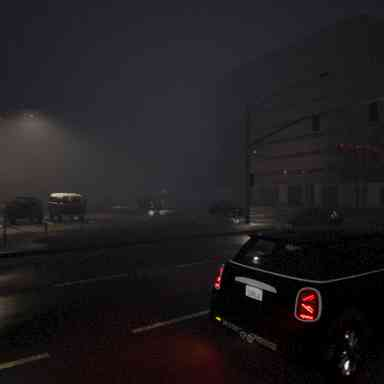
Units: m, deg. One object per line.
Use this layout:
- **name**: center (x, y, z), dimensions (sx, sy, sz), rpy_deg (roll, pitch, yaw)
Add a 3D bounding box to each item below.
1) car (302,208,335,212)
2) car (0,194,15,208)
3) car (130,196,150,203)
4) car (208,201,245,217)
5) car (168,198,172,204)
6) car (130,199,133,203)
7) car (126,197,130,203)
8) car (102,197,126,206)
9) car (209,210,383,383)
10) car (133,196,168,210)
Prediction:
- **car**: center (6.821, 1.557, 17.900), dimensions (2.033, 1.411, 5.357), rpy_deg (0, 0, 37)
- **car**: center (-31.779, 1.209, 56.421), dimensions (1.932, 1.855, 4.605), rpy_deg (0, 0, -35)
- **car**: center (-10.986, 1.601, 69.677), dimensions (2.033, 1.411, 5.357), rpy_deg (0, 0, -35)
- **car**: center (3.340, 1.581, 31.084), dimensions (1.812, 1.442, 4.674), rpy_deg (0, 0, -35)
- **car**: center (-5.472, 1.581, 61.948), dimensions (1.812, 1.442, 4.674), rpy_deg (0, 0, -35)
- **car**: center (-8.966, 1.581, 60.823), dimensions (1.812, 1.442, 4.674), rpy_deg (0, 0, -36)
- **car**: center (-14.023, 1.619, 67.943), dimensions (1.994, 1.385, 4.181), rpy_deg (0, 0, -35)
- **car**: center (-13.284, 1.548, 54.551), dimensions (2.128, 1.511, 4.902), rpy_deg (0, 0, -35)
- **car**: center (2.554, 1.352, 5.625), dimensions (4.553, 1.767, 2.097), rpy_deg (0, 0, -35)
- **car**: center (-5.496, 1.407, 43.525), dimensions (2.097, 1.767, 4.553), rpy_deg (0, 0, -35)
